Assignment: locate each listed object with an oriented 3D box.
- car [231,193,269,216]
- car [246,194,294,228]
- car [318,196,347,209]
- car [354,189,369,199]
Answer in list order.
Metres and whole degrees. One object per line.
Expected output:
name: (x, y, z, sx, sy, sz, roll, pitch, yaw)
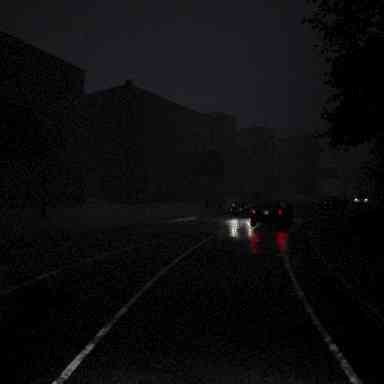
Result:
car: (5.576, 1.083, 30.239, 2.150, 2.045, 5.566, -1, 0, 33)
car: (5.397, 1.264, 22.054, 2.097, 1.767, 4.553, 0, 0, 25)
car: (16.117, 1.190, 38.056, 2.033, 1.411, 5.357, -1, 0, 41)
car: (32.071, 0.328, 62.787, 2.097, 1.767, 4.553, -1, 1, 35)
